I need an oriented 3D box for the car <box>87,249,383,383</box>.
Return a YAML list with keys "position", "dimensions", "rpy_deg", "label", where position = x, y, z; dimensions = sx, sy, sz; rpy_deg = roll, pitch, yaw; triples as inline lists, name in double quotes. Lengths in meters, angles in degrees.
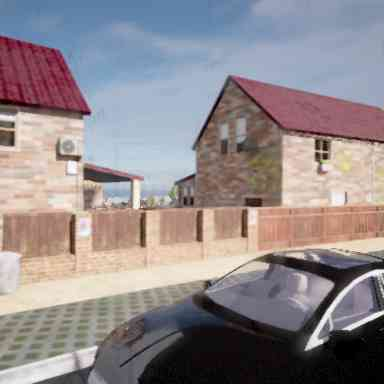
- position: [1.322, 1.497, 3.821]
  dimensions: [4.902, 1.511, 2.128]
  rpy_deg: [0, 0, -34]
  label: "car"
